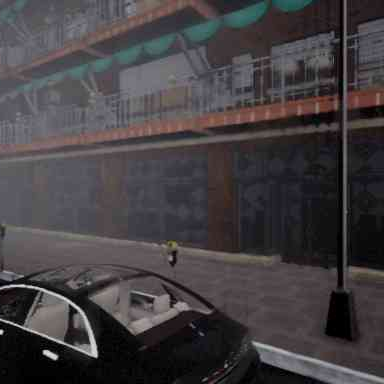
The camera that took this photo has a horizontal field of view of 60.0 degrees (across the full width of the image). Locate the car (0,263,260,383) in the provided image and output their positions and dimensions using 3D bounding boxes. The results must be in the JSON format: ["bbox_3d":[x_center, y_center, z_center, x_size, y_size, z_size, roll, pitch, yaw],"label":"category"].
[{"bbox_3d":[-1.413,1.541,3.883,4.403,1.369,2.008,0,0,35],"label":"car"}]
